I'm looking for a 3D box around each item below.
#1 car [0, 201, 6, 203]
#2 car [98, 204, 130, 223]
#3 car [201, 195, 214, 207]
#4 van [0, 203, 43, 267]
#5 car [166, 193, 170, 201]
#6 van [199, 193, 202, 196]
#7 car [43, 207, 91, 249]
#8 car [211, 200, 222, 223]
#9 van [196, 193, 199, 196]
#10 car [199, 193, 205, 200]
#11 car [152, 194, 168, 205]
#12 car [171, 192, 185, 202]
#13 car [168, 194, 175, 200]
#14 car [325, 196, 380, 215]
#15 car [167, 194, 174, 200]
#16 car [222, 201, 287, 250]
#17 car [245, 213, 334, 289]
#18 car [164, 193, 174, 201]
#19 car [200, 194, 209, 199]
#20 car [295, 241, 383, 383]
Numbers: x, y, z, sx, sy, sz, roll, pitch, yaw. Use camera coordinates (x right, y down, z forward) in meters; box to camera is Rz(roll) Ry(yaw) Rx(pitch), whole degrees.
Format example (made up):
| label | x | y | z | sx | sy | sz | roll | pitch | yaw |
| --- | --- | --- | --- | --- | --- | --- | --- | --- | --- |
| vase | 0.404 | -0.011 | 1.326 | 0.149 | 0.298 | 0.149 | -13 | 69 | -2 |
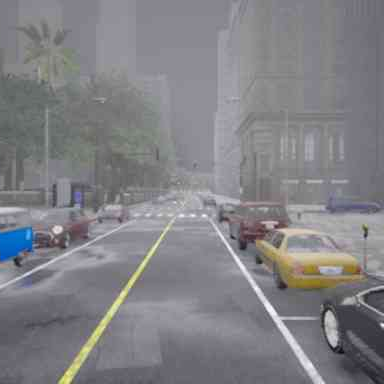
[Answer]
| label | x | y | z | sx | sy | sz | roll | pitch | yaw |
| --- | --- | --- | --- | --- | --- | --- | --- | --- | --- |
| car | -22.876 | 1.173 | 36.591 | 4.892 | 1.490 | 1.837 | 3 | 0 | 0 |
| car | -5.769 | 1.561 | 25.061 | 1.802 | 1.307 | 4.206 | 0 | 0 | 0 |
| car | 2.754 | 1.512 | 51.480 | 1.947 | 1.339 | 4.313 | 0 | 0 | 0 |
| van | -5.768 | 1.335 | 8.782 | 1.690 | 1.788 | 3.998 | 0 | 0 | 0 |
| car | -5.772 | 1.371 | 62.340 | 1.967 | 1.590 | 4.097 | 0 | 0 | 0 |
| van | 2.752 | 1.263 | 67.741 | 1.690 | 1.788 | 3.998 | 0 | 0 | 0 |
| car | -5.768 | 1.430 | 14.208 | 1.967 | 1.590 | 4.097 | 0 | 0 | 0 |
| car | 2.757 | 1.545 | 25.044 | 1.947 | 1.339 | 4.313 | 0 | 0 | 0 |
| van | 2.751 | 1.220 | 89.423 | 1.690 | 1.788 | 3.998 | 0 | 0 | 0 |
| car | 2.754 | 1.455 | 62.491 | 1.752 | 1.417 | 4.829 | 0 | 0 | 0 |
| car | -5.771 | 1.489 | 56.920 | 2.008 | 1.369 | 4.403 | 0 | 0 | 0 |
| car | -3.008 | 1.132 | 76.261 | 2.150 | 2.045 | 5.566 | 0 | 0 | 0 |
| car | -5.774 | 1.393 | 94.692 | 1.752 | 1.417 | 4.829 | 0 | 0 | 0 |
| car | 17.538 | 1.491 | 36.554 | 5.566 | 2.045 | 2.150 | 1 | 0 | 0 |
| car | -5.774 | 1.405 | 89.272 | 1.752 | 1.417 | 4.829 | 0 | 0 | 0 |
| car | 2.756 | 1.304 | 14.193 | 2.192 | 1.841 | 5.009 | 0 | 0 | 0 |
| car | 2.758 | 1.519 | 8.938 | 1.752 | 1.417 | 4.829 | 0 | 0 | 0 |
| car | -5.774 | 1.206 | 84.021 | 2.192 | 1.841 | 5.009 | 0 | 0 | 0 |
| car | 2.754 | 1.504 | 56.901 | 1.947 | 1.339 | 4.313 | 0 | 0 | 0 |
| car | 2.758 | 1.548 | 3.343 | 2.008 | 1.369 | 4.403 | 0 | 0 | 0 |
